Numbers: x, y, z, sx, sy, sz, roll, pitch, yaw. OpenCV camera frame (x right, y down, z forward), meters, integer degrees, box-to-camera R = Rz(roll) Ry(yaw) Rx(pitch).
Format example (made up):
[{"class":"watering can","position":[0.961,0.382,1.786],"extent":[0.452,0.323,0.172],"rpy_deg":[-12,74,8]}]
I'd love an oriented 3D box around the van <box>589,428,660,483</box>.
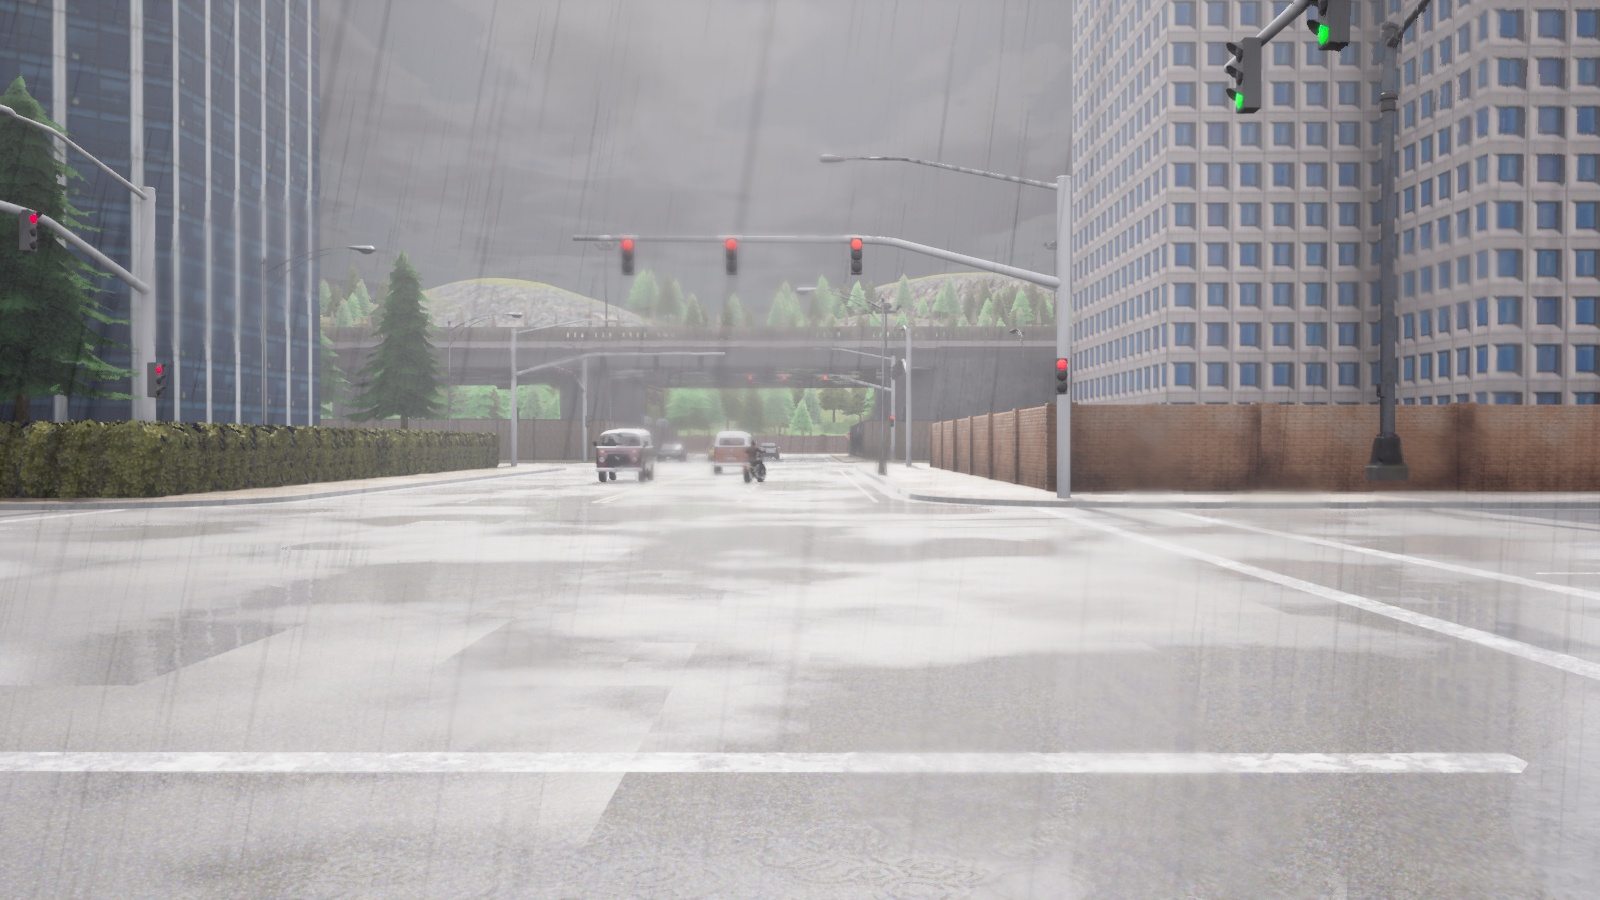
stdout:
[{"class":"van","position":[-6.722,0.190,48.529],"extent":[2.069,2.038,4.480],"rpy_deg":[0,0,0]}]

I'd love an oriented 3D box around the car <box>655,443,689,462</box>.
[{"class":"car","position":[-9.957,0.185,97.787],"extent":[2.163,1.488,4.792],"rpy_deg":[0,0,0]}]

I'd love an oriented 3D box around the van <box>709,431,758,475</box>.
[{"class":"van","position":[-3.158,0.125,60.408],"extent":[2.069,2.038,4.480],"rpy_deg":[0,0,0]}]

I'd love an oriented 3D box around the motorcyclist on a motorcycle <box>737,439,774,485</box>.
[{"class":"motorcyclist on a motorcycle","position":[-1.640,0.431,46.666],"extent":[0.766,1.649,2.350],"rpy_deg":[0,0,14]}]
